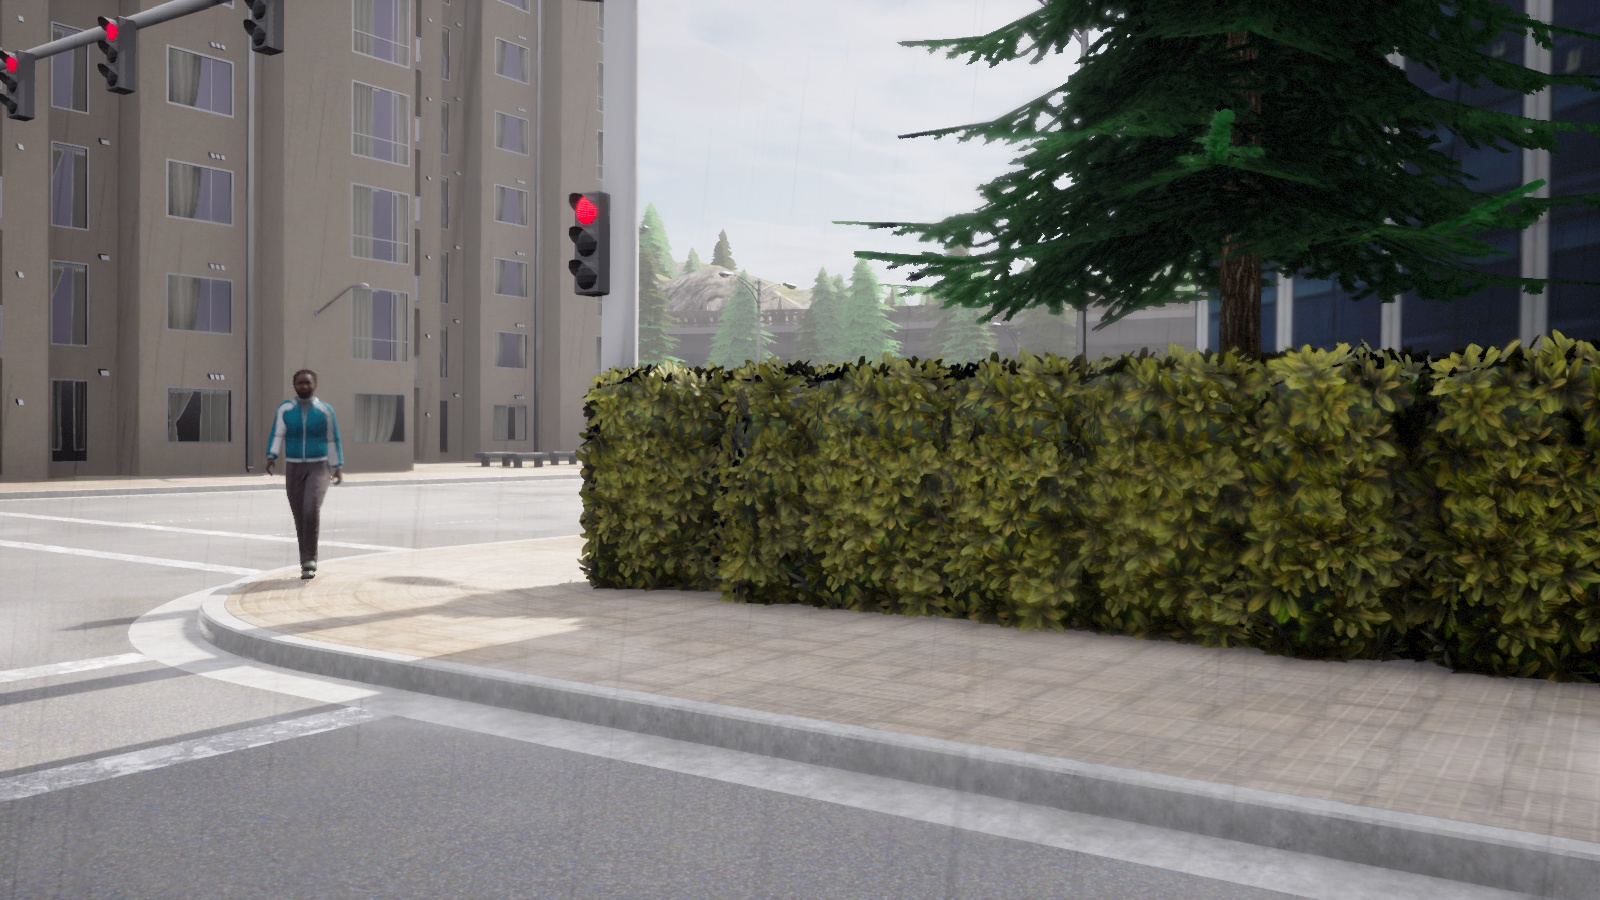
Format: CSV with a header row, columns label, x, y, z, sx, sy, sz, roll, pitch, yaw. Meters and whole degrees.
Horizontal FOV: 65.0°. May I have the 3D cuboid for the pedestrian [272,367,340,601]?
label,x,y,z,sx,sy,sz,roll,pitch,yaw
pedestrian,-4.203,0.274,10.715,0.396,1.930,0.692,-1,1,-11
